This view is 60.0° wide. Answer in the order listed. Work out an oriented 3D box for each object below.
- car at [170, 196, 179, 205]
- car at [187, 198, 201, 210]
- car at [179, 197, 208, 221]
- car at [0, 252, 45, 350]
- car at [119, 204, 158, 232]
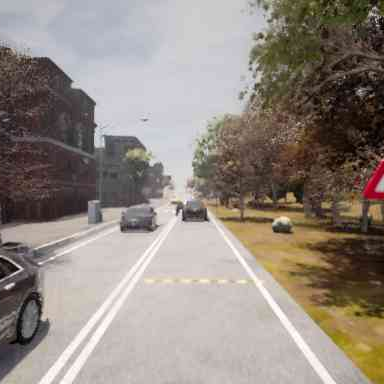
[{"bbox_3d":[-3.091,1.572,62.070,1.882,1.535,5.008,0,0,1],"label":"car"},{"bbox_3d":[0.290,1.612,45.418,1.837,1.490,4.892,0,1,0],"label":"car"},{"bbox_3d":[0.227,1.444,28.478,2.097,1.767,4.553,0,0,0],"label":"car"},{"bbox_3d":[-3.338,1.515,3.613,1.837,1.490,4.892,0,1,0],"label":"car"},{"bbox_3d":[-3.232,1.576,20.865,1.837,1.490,4.892,0,0,1],"label":"car"}]
